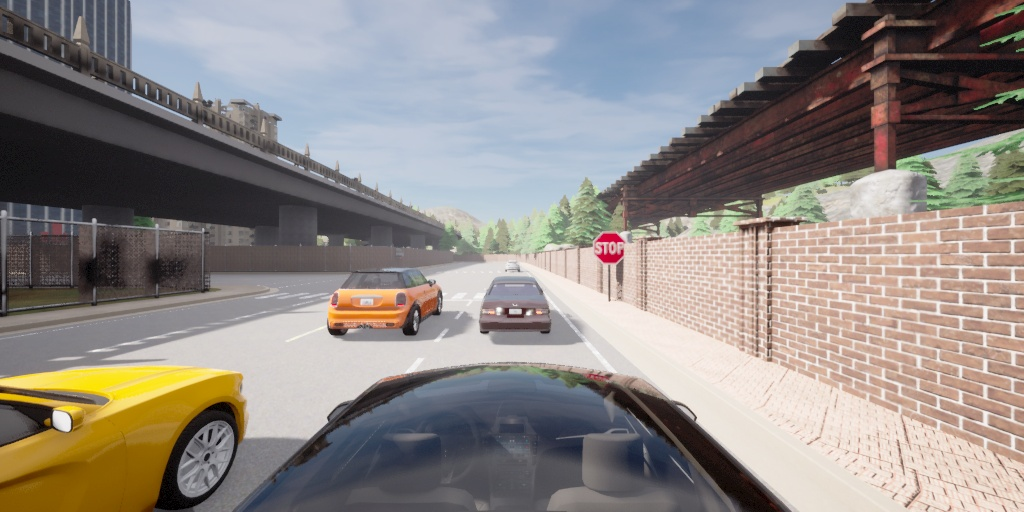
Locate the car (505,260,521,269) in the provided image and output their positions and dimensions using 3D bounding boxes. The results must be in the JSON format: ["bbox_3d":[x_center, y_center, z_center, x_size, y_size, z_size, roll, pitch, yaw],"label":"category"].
[{"bbox_3d":[0.058,1.276,45.898,1.812,1.442,4.674,0,0,-1],"label":"car"}]

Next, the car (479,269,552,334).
[{"bbox_3d":[0.074,1.297,10.600,2.033,1.411,5.357,0,0,0],"label":"car"}]

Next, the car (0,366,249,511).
[{"bbox_3d":[-3.398,1.228,1.319,1.882,1.535,5.008,0,0,0],"label":"car"}]

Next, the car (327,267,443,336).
[{"bbox_3d":[-3.427,1.102,10.576,2.097,1.767,4.553,0,0,0],"label":"car"}]
